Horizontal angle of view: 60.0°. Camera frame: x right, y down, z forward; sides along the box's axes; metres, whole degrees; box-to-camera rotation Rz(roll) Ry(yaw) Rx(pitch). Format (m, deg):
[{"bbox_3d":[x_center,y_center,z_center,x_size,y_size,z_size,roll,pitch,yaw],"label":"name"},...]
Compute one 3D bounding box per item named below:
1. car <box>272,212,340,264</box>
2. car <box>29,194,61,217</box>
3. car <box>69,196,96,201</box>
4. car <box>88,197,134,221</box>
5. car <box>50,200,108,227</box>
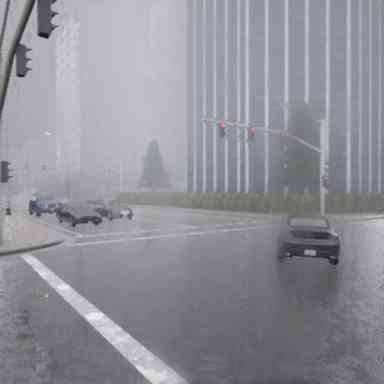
[{"bbox_3d":[3.968,1.493,11.954,1.837,1.490,4.892,2,1,13],"label":"car"},{"bbox_3d":[-13.933,1.196,31.575,2.150,2.045,5.566,0,0,-36],"label":"car"},{"bbox_3d":[-11.918,1.468,34.780,1.837,1.490,4.892,0,0,-35],"label":"car"},{"bbox_3d":[-6.443,1.472,27.118,2.128,1.511,4.902,0,0,-36],"label":"car"},{"bbox_3d":[-8.006,1.540,23.287,2.033,1.411,5.357,0,0,-36],"label":"car"}]
